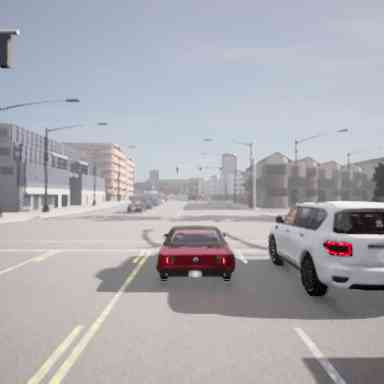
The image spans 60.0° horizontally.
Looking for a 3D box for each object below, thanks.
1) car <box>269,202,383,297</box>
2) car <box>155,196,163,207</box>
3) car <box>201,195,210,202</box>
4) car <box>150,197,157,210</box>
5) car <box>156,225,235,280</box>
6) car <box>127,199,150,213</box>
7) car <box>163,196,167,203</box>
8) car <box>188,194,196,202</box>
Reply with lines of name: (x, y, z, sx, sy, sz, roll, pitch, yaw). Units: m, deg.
car: (3.599, 1.257, 8.777, 2.150, 2.045, 5.566, 0, 0, 1)
car: (-7.029, 1.763, 61.060, 2.097, 1.767, 4.553, 0, 1, 1)
car: (3.520, 1.599, 85.742, 2.097, 1.767, 4.553, 0, -1, 0)
car: (-7.074, 1.982, 51.801, 1.812, 1.442, 4.674, 0, 0, 0)
car: (0.091, 1.644, 9.999, 1.895, 1.301, 4.718, 0, 0, 0)
car: (-7.088, 1.887, 42.547, 2.128, 1.511, 4.902, 0, -1, 0)
car: (-6.983, 1.874, 71.217, 1.895, 1.301, 4.718, 0, 1, 0)
car: (0.020, 1.463, 85.389, 2.150, 2.045, 5.566, 0, -1, 0)
